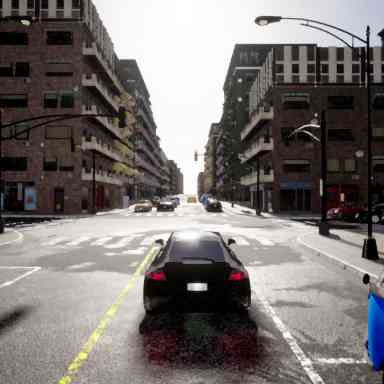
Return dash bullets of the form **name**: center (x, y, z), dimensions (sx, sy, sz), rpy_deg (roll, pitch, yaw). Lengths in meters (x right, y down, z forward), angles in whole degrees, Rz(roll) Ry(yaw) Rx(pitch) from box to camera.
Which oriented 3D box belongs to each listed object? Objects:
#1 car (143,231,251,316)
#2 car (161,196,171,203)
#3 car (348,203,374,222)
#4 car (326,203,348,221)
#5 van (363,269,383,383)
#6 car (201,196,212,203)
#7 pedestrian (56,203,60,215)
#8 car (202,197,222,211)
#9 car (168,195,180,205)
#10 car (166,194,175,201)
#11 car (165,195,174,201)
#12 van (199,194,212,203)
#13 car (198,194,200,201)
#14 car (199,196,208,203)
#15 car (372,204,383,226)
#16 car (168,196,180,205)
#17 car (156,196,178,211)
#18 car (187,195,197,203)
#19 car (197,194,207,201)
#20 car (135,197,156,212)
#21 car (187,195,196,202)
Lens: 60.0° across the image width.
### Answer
- **car**: center (0.086, 1.566, 7.603), dimensions (1.994, 1.385, 4.181), rpy_deg (0, 0, 0)
- **car**: center (-5.816, 1.577, 73.787), dimensions (1.887, 1.381, 4.507), rpy_deg (1, 0, 0)
- **car**: center (15.061, 1.635, 25.545), dimensions (4.892, 1.490, 1.837), rpy_deg (0, -1, 0)
- **car**: center (13.589, 1.609, 28.153), dimensions (4.097, 1.590, 1.967), rpy_deg (0, -1, 1)
- **van**: center (2.670, 1.342, 2.001), dimensions (1.690, 1.788, 3.998), rpy_deg (1, 0, 0)
- **car**: center (2.617, 1.568, 45.590), dimensions (2.008, 1.369, 4.403), rpy_deg (1, 0, 0)
- **pedestrian**: center (-12.598, 1.598, 31.353), dimensions (0.500, 1.100, 0.500), rpy_deg (0, -1, 1)
- **car**: center (2.627, 1.581, 39.947), dimensions (1.947, 1.339, 4.313), rpy_deg (1, 0, 0)
- **car**: center (-3.190, 1.497, 49.643), dimensions (1.882, 1.535, 5.008), rpy_deg (0, 0, 0)
- **car**: center (-5.847, 1.483, 90.715), dimensions (1.967, 1.590, 4.097), rpy_deg (1, 0, 0)
- **car**: center (-5.838, 1.590, 85.072), dimensions (2.008, 1.369, 4.403), rpy_deg (1, 0, 0)
- **van**: center (2.599, 1.364, 56.875), dimensions (1.690, 1.788, 3.998), rpy_deg (1, 0, 0)
- **car**: center (2.574, 1.554, 68.330), dimensions (1.752, 1.417, 4.829), rpy_deg (1, 0, 0)
- **car**: center (2.563, 1.614, 73.802), dimensions (1.802, 1.307, 4.206), rpy_deg (1, 0, 0)
- **car**: center (13.501, 1.583, 19.771), dimensions (4.313, 1.339, 1.947), rpy_deg (0, -1, 1)
- **car**: center (-3.183, 1.502, 60.019), dimensions (1.882, 1.535, 5.008), rpy_deg (0, 0, 0)
- **car**: center (-3.176, 1.579, 40.926), dimensions (1.994, 1.385, 4.181), rpy_deg (0, 0, 0)
- **car**: center (-0.033, 1.508, 70.204), dimensions (1.882, 1.535, 5.008), rpy_deg (0, 0, 0)
- **car**: center (2.546, 1.354, 85.088), dimensions (2.192, 1.841, 5.009), rpy_deg (1, 0, 0)
- **car**: center (-5.751, 1.540, 39.761), dimensions (1.752, 1.417, 4.829), rpy_deg (1, 0, 0)
- **car**: center (-0.152, 1.561, 80.477), dimensions (2.128, 1.511, 4.902), rpy_deg (0, 0, 0)
